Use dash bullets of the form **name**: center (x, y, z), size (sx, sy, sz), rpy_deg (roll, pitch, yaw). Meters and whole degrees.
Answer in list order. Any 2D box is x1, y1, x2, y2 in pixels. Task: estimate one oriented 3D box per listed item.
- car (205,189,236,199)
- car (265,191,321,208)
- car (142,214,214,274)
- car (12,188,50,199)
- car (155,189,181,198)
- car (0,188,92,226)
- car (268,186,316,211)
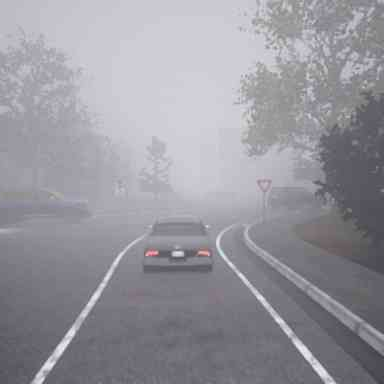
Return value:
- **car**: center (4.244, 0.248, 50.538), size (2.033, 1.411, 5.357), rpy_deg (-1, 2, -39)
- **car**: center (9.971, 0.670, 32.893), size (5.008, 1.535, 1.882), rpy_deg (0, 1, -15)
- **car**: center (-0.395, 1.398, 10.152), size (2.033, 1.411, 5.357), rpy_deg (0, 2, -2)
- **car**: center (-24.604, 0.199, 50.965), size (5.008, 1.535, 1.882), rpy_deg (-1, 2, -41)
- **car**: center (-3.821, 0.223, 52.993), size (4.181, 1.385, 1.994), rpy_deg (1, 2, 31)
- **car**: center (-8.776, 0.812, 19.519), size (5.566, 2.045, 2.150), rpy_deg (0, 2, -10)
- **car**: center (9.244, 0.516, 29.461), size (5.566, 2.045, 2.150), rpy_deg (-1, 1, -31)
